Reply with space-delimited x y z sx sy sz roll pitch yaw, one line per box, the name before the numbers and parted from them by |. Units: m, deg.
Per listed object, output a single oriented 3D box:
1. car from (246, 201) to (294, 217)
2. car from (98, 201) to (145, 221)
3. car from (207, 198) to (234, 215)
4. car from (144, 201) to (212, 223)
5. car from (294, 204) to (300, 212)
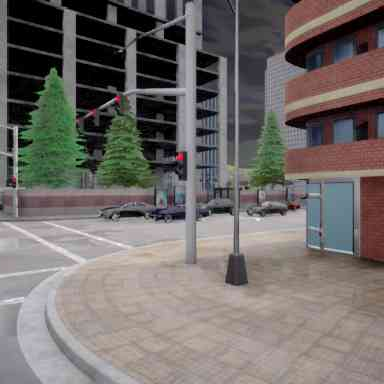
car | 7.370 1.581 32.252 4.674 1.442 1.812 0 0 -35
car | -5.279 1.547 27.618 4.902 1.511 2.128 0 0 -35
car | 2.213 1.407 32.903 4.553 1.767 2.097 0 0 -35
car | -1.018 1.656 26.340 4.718 1.301 1.895 0 0 -35
car | 10.383 1.657 38.667 4.718 1.301 1.895 0 0 -35
